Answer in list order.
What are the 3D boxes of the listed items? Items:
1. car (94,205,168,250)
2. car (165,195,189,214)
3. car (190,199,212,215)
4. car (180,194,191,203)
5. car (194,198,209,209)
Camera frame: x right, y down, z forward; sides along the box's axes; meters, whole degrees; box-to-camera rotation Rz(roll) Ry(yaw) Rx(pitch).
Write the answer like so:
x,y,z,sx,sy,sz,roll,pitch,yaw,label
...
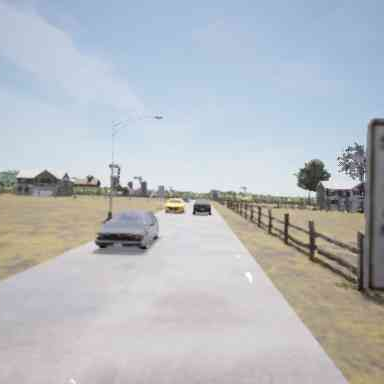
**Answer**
x,y,z,sx,sy,sz,roll,pitch,yaw,label
-2.487,1.462,14.221,2.033,1.411,5.357,2,0,2,car
-1.745,1.442,35.581,1.882,1.535,5.008,2,0,2,car
1.081,1.534,35.134,1.882,1.535,5.008,2,0,2,car
-1.219,0.999,50.736,2.097,1.767,4.553,2,0,2,car
1.463,1.670,48.058,1.994,1.385,4.181,2,0,3,car
